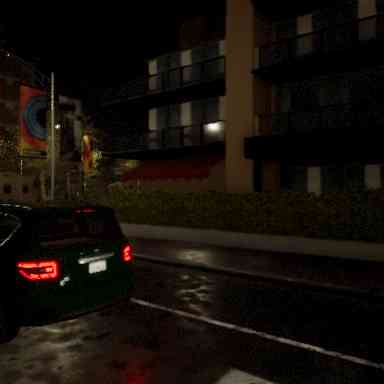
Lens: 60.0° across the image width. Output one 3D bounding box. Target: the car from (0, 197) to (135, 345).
[{"bbox_3d":[-3.602,1.214,6.558,5.566,2.045,2.150,0,0,35],"label":"car"}]
